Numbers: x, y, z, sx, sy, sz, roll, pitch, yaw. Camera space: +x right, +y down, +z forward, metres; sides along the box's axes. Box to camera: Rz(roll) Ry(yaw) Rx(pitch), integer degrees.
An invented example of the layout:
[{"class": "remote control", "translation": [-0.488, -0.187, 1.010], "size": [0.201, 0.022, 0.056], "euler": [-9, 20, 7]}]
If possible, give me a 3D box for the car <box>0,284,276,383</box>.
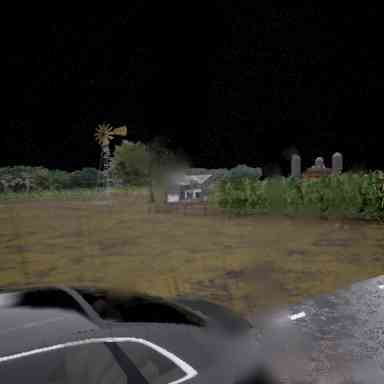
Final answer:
[{"class": "car", "translation": [-1.605, 1.505, 1.926], "size": [4.892, 1.490, 1.837], "euler": [0, 0, -36]}]
